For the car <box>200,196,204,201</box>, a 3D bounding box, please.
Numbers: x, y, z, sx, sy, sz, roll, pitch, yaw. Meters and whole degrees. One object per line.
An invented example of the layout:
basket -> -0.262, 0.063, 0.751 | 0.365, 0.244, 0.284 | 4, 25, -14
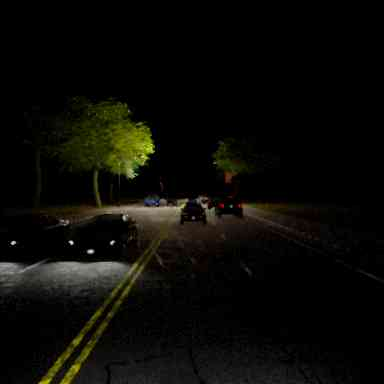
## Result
car -> 3.235, 1.923, 71.812 | 1.895, 1.301, 4.718 | 0, 0, 0

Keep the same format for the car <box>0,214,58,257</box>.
car -> -6.603, 1.604, 13.550 | 2.033, 1.411, 5.357 | 0, 0, 0

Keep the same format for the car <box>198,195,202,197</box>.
car -> 3.232, 1.867, 82.782 | 2.128, 1.511, 4.902 | 0, 0, 0

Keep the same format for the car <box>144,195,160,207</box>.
car -> -6.557, 1.463, 55.376 | 2.150, 2.045, 5.566 | 0, 0, 1

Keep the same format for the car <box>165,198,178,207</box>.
car -> -3.310, 1.747, 55.488 | 1.837, 1.490, 4.892 | 0, 0, 0

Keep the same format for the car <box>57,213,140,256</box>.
car -> -3.351, 1.604, 13.660 | 2.033, 1.411, 5.357 | 0, 0, 0

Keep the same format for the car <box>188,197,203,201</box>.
car -> 0.091, 1.753, 47.432 | 2.033, 1.411, 5.357 | 0, 0, 0

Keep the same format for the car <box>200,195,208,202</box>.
car -> 3.230, 1.774, 93.752 | 2.097, 1.767, 4.553 | 0, 0, 0

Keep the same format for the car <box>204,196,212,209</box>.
car -> 3.339, 1.566, 49.127 | 2.097, 1.767, 4.553 | 0, 0, 0

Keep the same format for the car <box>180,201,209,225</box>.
car -> 0.094, 1.633, 25.320 | 1.812, 1.442, 4.674 | 0, 0, 0

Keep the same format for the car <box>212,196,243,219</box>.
car -> 3.344, 1.352, 31.026 | 2.150, 2.045, 5.566 | 0, 0, 0
